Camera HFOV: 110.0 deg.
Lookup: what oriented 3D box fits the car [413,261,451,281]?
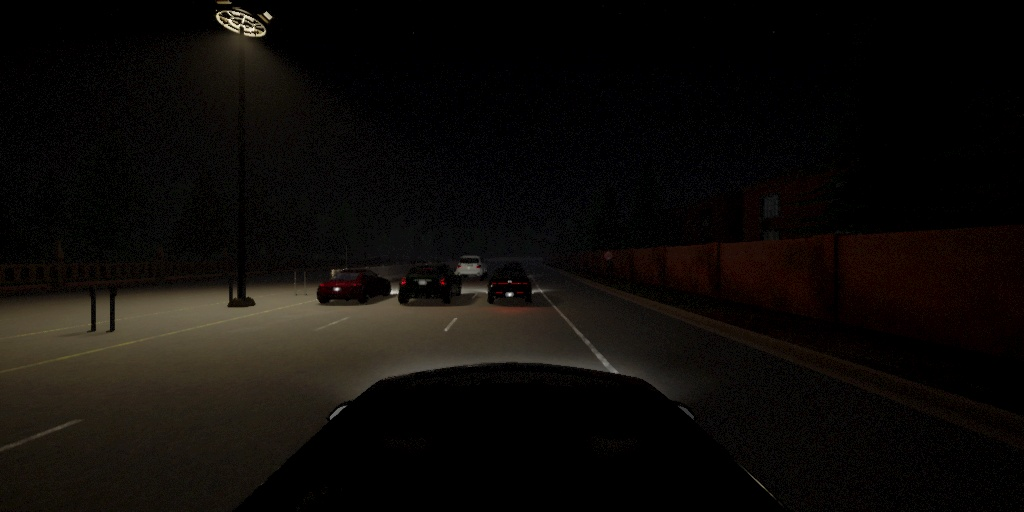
[{"bbox_3d":[-6.892,1.242,31.376,2.128,1.511,4.902,0,0,1],"label":"car"}]

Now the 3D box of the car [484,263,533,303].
[{"bbox_3d":[-0.099,1.264,16.562,1.837,1.490,4.892,0,0,0],"label":"car"}]

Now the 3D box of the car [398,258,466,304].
[{"bbox_3d":[-3.599,1.113,16.514,2.097,1.767,4.553,0,0,0],"label":"car"}]

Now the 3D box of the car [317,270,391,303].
[{"bbox_3d":[-7.099,1.319,16.526,1.994,1.385,4.181,0,0,0],"label":"car"}]

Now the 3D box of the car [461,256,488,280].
[{"bbox_3d":[-3.392,1.005,31.325,2.150,2.045,5.566,0,0,1],"label":"car"}]
